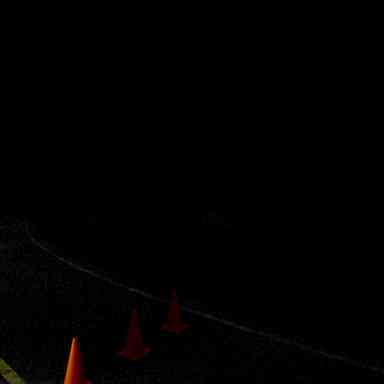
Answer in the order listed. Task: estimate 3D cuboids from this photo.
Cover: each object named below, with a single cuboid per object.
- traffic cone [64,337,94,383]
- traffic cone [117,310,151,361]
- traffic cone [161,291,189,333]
[{"bbox_3d":[-1.318,1.945,3.762,0.340,0.580,0.340,1,1,31],"label":"traffic cone"},{"bbox_3d":[-0.800,1.938,4.613,0.340,0.580,0.340,1,1,31],"label":"traffic cone"},{"bbox_3d":[-0.281,1.931,5.464,0.340,0.580,0.340,1,1,31],"label":"traffic cone"}]
